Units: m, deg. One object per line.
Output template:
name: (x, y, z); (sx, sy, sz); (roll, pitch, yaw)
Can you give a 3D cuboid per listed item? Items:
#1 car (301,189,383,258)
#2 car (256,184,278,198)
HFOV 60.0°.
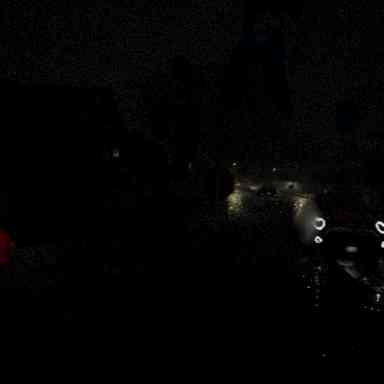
car: (4.819, 0.842, 10.935); (2.097, 1.767, 4.553); (3, 3, 15)
car: (8.112, -0.116, 36.258); (1.994, 1.385, 4.181); (3, 3, 5)
